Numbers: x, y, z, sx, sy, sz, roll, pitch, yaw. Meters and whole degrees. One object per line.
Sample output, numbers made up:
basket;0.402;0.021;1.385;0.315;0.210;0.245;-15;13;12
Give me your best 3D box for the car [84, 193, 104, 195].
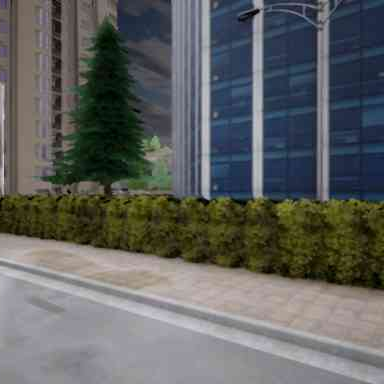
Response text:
car;-12.962;1.156;42.641;2.150;2.045;5.566;0;0;36
